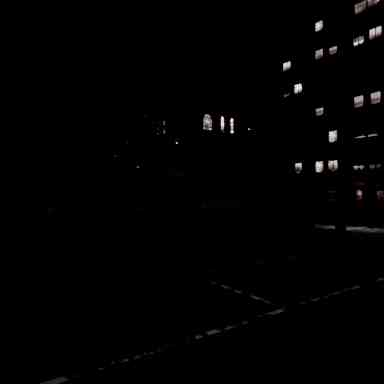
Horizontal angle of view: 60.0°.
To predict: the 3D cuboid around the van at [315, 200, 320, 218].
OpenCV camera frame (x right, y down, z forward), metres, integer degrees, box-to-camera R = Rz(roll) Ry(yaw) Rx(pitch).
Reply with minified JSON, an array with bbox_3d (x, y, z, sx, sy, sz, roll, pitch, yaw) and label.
[{"bbox_3d":[10.486,1.646,32.536,1.690,1.788,3.998,-1,0,-36],"label":"van"}]
